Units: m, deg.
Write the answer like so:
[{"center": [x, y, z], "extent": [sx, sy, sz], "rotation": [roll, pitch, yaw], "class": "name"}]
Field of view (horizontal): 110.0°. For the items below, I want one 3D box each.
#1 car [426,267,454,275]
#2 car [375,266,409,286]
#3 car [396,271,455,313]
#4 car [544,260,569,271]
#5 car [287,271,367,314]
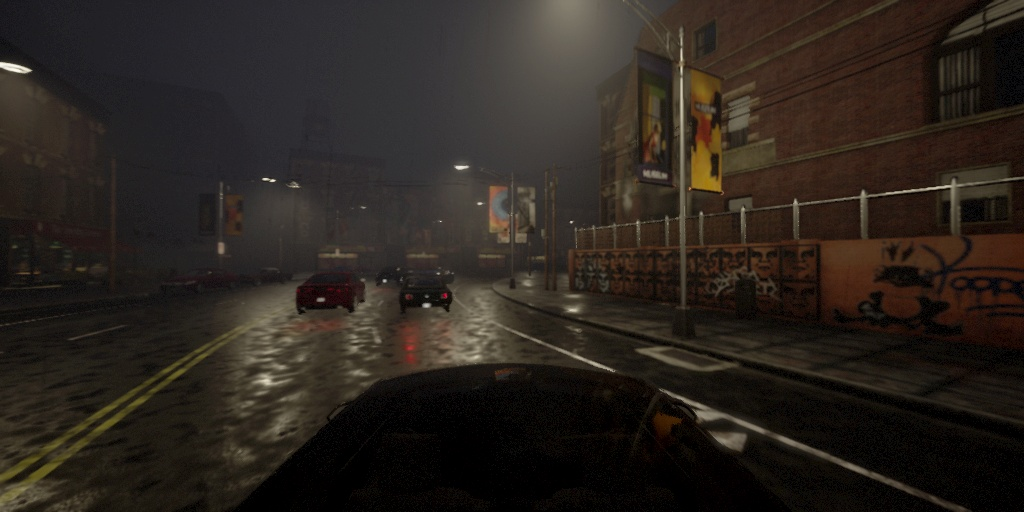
[{"center": [-5.635, 1.572, 27.345], "extent": [2.033, 1.411, 5.357], "rotation": [0, -1, 0], "class": "car"}, {"center": [-9.084, 1.537, 28.183], "extent": [1.837, 1.490, 4.892], "rotation": [0, 0, 2], "class": "car"}, {"center": [-3.658, 1.492, 14.897], "extent": [1.895, 1.301, 4.718], "rotation": [0, -1, -16], "class": "car"}, {"center": [8.894, 1.936, 64.507], "extent": [4.902, 1.511, 2.128], "rotation": [0, -1, -28], "class": "car"}, {"center": [-7.205, 1.362, 14.692], "extent": [1.882, 1.535, 5.008], "rotation": [0, 0, -15], "class": "car"}]
